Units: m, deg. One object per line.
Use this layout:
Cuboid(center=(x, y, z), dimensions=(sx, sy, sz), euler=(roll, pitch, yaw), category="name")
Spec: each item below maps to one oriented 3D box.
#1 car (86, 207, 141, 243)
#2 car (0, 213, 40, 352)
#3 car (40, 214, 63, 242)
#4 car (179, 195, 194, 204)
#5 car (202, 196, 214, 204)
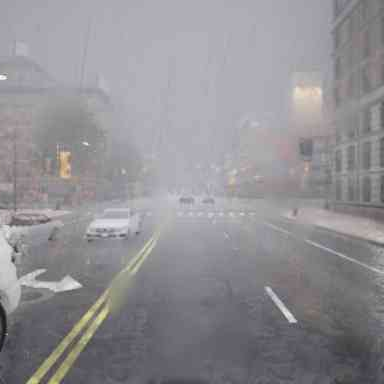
Cuboid(center=(-3.610, 1.495, 16.047), dimensions=(1.812, 1.442, 4.674), euler=(0, 0, 0), category="car")
Cuboid(center=(-3.600, 1.214, 2.621), dimensions=(2.150, 2.045, 5.566), euler=(0, 1, 0), category="car")
Cuboid(center=(-7.106, 1.575, 13.671), dimensions=(1.895, 1.301, 4.718), euler=(0, 0, 0), category="car")
Cuboid(center=(-0.909, 1.362, 60.543), dimensions=(1.882, 1.535, 5.008), euler=(0, 0, 14), category="car")
Cuboid(center=(3.023, 1.411, 59.905), dimensions=(1.812, 1.442, 4.674), euler=(0, 0, -1), category="car")
